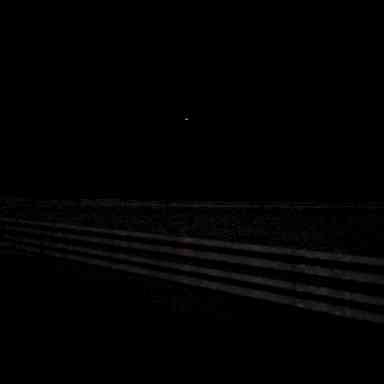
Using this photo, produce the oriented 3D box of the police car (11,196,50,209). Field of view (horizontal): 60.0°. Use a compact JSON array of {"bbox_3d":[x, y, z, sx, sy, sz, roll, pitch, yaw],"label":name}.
[{"bbox_3d":[-21.417,1.329,43.970,5.238,1.638,1.930,0,0,14],"label":"police car"}]
